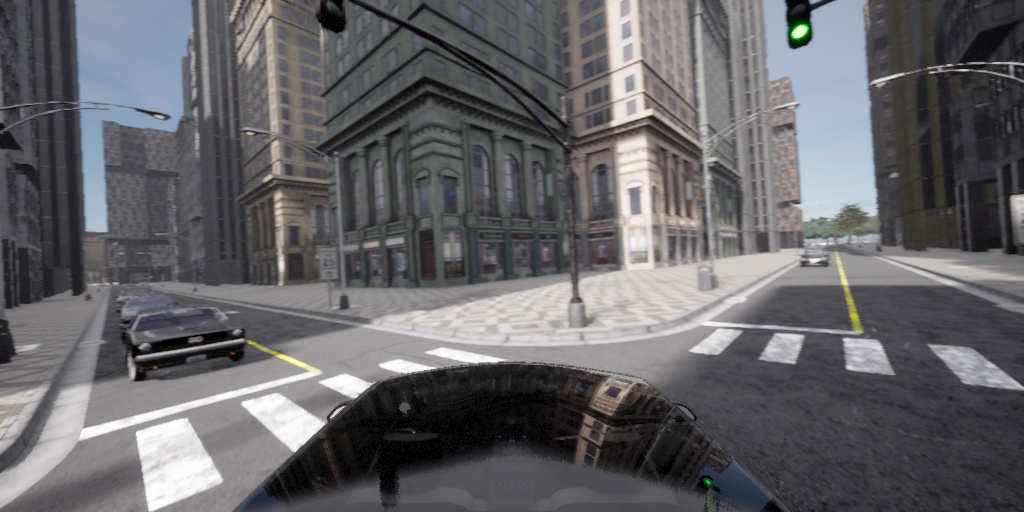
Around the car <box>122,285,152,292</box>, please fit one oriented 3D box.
[{"bbox_3d":[-26.076,3.032,24.932,4.902,1.511,2.128,-4,-1,42],"label":"car"}]

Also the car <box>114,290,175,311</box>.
[{"bbox_3d":[-15.929,2.405,15.789,5.357,1.411,2.033,-4,-1,42],"label":"car"}]

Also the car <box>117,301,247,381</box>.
[{"bbox_3d":[-8.197,1.923,8.870,4.718,1.301,1.895,-4,-1,41],"label":"car"}]

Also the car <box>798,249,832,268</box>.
[{"bbox_3d":[25.450,0.143,30.136,2.128,1.511,4.902,-4,-1,42],"label":"car"}]
